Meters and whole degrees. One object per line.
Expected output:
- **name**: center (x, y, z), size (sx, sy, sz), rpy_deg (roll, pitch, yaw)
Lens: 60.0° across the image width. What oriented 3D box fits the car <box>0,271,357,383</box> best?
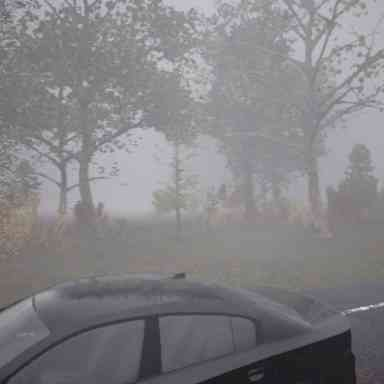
- **car**: center (-0.857, 1.537, 2.837), size (5.008, 1.535, 1.882), rpy_deg (0, -1, -26)
